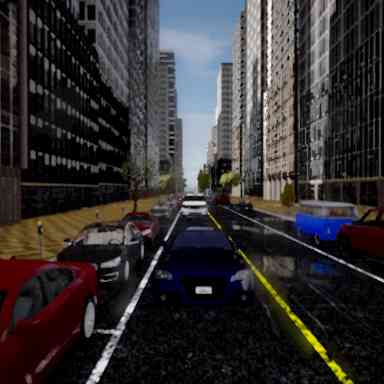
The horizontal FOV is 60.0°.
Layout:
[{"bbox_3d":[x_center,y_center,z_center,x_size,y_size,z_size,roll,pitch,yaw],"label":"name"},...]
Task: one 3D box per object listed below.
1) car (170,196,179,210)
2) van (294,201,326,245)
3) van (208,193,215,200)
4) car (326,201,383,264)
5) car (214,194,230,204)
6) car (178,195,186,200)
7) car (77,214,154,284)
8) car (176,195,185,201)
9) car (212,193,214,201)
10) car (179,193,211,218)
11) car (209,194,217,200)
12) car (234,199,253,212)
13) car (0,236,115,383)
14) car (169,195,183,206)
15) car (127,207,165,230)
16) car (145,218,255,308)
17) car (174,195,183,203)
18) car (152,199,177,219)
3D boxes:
[{"bbox_3d":[-2.516,1.494,37.786,2.008,1.369,4.403,-1,0,0],"label":"car"},{"bbox_3d":[5.961,1.318,15.088,1.690,1.788,3.998,-1,0,0],"label":"van"},{"bbox_3d":[5.618,1.192,94.658,1.690,1.788,3.998,-1,0,0],"label":"van"},{"bbox_3d":[5.985,1.300,9.404,2.192,1.841,5.009,-1,0,0],"label":"car"},{"bbox_3d":[5.765,1.223,60.557,2.192,1.841,5.009,-1,0,0],"label":"car"},{"bbox_3d":[-2.736,1.413,88.939,2.008,1.369,4.403,-1,0,0],"label":"car"},{"bbox_3d":[-2.394,1.537,9.369,2.008,1.369,4.403,-1,0,0],"label":"car"},{"bbox_3d":[-2.687,1.447,77.572,1.947,1.339,4.313,-1,0,0],"label":"car"},{"bbox_3d":[5.740,1.214,66.241,2.192,1.841,5.009,-1,0,0],"label":"car"},{"bbox_3d":[0.218,1.176,29.593,2.150,2.045,5.566,0,0,0],"label":"car"},{"bbox_3d":[5.643,1.301,88.975,1.967,1.590,4.097,-1,0,0],"label":"car"},{"bbox_3d":[5.865,1.493,37.822,2.008,1.369,4.403,-1,0,0],"label":"car"},{"bbox_3d":[-2.369,1.539,3.685,1.887,1.381,4.507,-1,0,0],"label":"car"},{"bbox_3d":[-2.590,1.358,54.837,1.967,1.590,4.097,-1,0,0],"label":"car"},{"bbox_3d":[-2.418,1.560,15.052,1.802,1.307,4.206,-1,0,0],"label":"car"},{"bbox_3d":[0.216,1.552,7.872,1.994,1.385,4.181,0,0,0],"label":"car"},{"bbox_3d":[-2.637,1.425,66.035,1.752,1.417,4.829,-1,0,0],"label":"car"},{"bbox_3d":[-2.467,1.512,26.420,2.008,1.369,4.403,-1,0,0],"label":"car"}]
